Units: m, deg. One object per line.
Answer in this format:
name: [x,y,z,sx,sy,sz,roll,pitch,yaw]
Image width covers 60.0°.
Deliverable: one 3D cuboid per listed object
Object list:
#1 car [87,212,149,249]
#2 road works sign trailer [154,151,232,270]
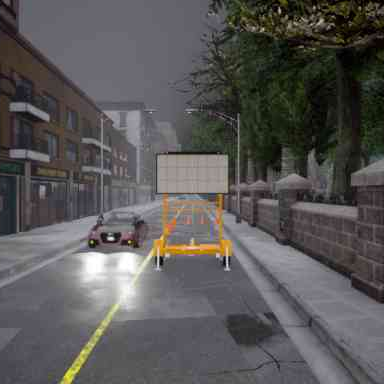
car: [-3.070,1.574,14.536,1.994,1.385,4.181,0,0,0]
road works sign trailer: [0.022,0.470,10.984,2.380,3.560,2.880,0,0,0]
